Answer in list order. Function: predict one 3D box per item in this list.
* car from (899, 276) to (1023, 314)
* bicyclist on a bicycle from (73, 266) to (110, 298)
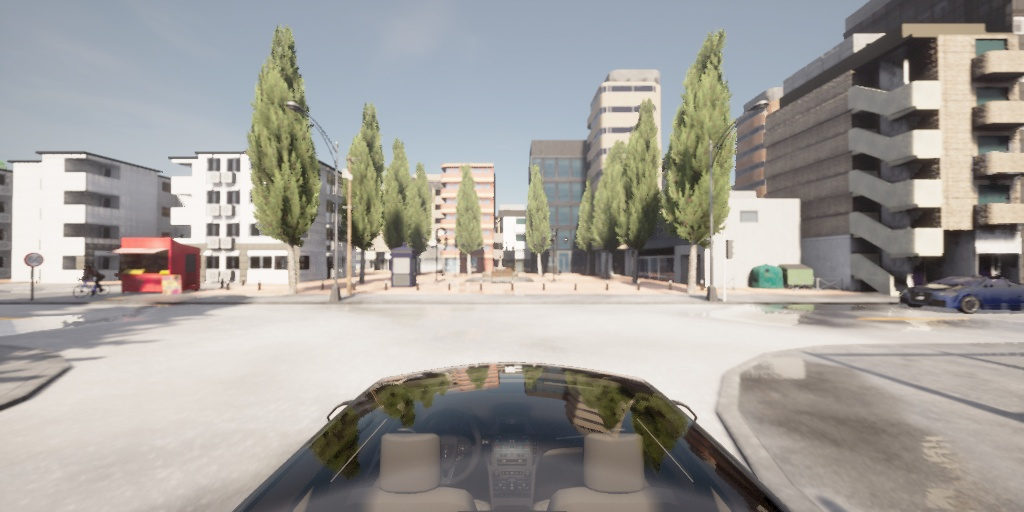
[{"bbox_3d":[18.210,1.480,14.254,4.181,1.385,1.994,0,-1,0],"label":"car"},{"bbox_3d":[-21.561,1.318,18.415,0.582,1.620,1.656,0,0,0],"label":"bicyclist on a bicycle"}]
